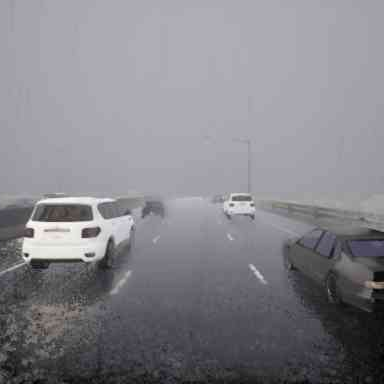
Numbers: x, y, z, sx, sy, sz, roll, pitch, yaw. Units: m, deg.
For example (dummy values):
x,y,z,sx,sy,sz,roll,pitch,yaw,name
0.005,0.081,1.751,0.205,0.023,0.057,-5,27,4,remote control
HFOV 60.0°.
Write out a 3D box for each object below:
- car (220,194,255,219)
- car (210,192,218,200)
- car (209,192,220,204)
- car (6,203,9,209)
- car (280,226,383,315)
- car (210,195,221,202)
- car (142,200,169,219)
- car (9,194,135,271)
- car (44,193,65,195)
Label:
x,y,z,sx,sy,sz,roll,pitch,yaw,name
3.856,1.145,27.838,2.150,2.045,5.566,0,0,1,car
6.108,1.122,93.157,2.150,2.045,5.566,0,0,3,car
4.613,1.234,60.362,2.097,1.767,4.553,0,0,2,car
-20.568,1.443,40.920,2.033,1.411,5.357,0,0,2,car
3.623,1.522,7.790,2.033,1.411,5.357,0,0,0,car
5.043,1.387,71.336,2.163,1.488,4.792,0,0,2,car
-3.129,1.426,28.617,1.837,1.490,4.892,0,0,1,car
-3.350,1.186,10.963,2.150,2.045,5.566,0,0,0,car
-17.071,1.118,40.668,2.150,2.045,5.566,0,0,2,car
